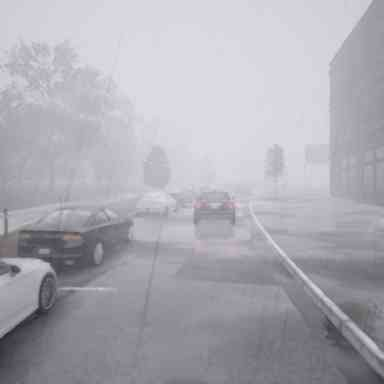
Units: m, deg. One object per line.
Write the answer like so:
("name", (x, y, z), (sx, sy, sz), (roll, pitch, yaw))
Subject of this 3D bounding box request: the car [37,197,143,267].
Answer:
("car", (-3.266, 1.134, 10.385), (2.097, 1.535, 5.008), (1, 3, 6))

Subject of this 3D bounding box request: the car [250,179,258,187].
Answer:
("car", (10.371, -1.750, 64.397), (2.435, 2.045, 5.566), (-3, 2, 25))

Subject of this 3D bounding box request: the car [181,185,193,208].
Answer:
("car", (-1.179, 0.373, 27.001), (2.097, 1.535, 5.008), (0, 3, 11))

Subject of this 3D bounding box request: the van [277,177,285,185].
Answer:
("van", (21.199, -2.684, 84.025), (1.878, 1.987, 4.442), (-2, 2, 34))

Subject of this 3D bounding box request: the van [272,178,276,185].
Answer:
("van", (18.224, -2.459, 79.292), (1.878, 1.987, 4.442), (-2, 2, 29))

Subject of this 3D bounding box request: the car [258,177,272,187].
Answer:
("car", (15.491, -2.008, 74.515), (1.946, 1.575, 5.366), (-2, 2, 30))

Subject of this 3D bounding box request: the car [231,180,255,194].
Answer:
("car", (6.800, -0.464, 44.417), (1.994, 1.385, 4.181), (0, 3, 18))

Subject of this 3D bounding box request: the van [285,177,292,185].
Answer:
("van", (24.333, -2.898, 88.650), (1.878, 1.987, 4.442), (-2, 2, 34))

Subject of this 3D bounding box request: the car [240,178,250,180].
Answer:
("car", (8.141, -1.236, 59.252), (2.231, 1.521, 4.892), (-3, 2, 22))

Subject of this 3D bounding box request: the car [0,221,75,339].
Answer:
("car", (-3.418, 1.475, 4.252), (2.002, 1.452, 4.674), (-2, 2, 1))

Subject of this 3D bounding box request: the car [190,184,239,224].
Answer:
("car", (1.301, 0.626, 18.033), (2.097, 1.767, 4.553), (0, 3, 6))

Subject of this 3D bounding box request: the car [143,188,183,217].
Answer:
("car", (-2.146, 0.705, 20.851), (2.002, 1.452, 4.674), (-1, 2, 9))

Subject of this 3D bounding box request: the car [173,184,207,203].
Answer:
("car", (-0.112, 0.084, 32.602), (2.231, 1.521, 4.892), (0, 3, 13))

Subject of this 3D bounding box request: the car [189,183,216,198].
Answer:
("car", (1.349, -0.223, 38.751), (2.097, 1.535, 5.008), (0, 3, 15))

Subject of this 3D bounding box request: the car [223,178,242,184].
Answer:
("car", (6.093, -0.974, 54.056), (2.231, 1.521, 4.892), (-3, 2, 22))
